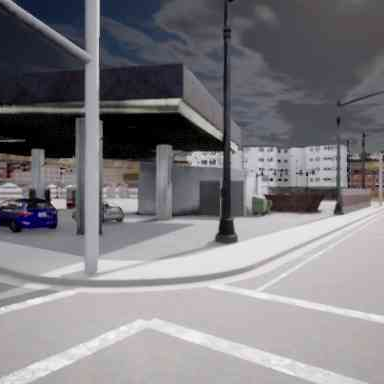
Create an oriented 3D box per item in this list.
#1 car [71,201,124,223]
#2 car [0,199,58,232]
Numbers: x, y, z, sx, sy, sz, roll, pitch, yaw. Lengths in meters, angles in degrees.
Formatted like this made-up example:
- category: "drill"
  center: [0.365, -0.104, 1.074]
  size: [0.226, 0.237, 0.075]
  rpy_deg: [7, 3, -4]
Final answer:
- category: "car"
  center: [-6.670, 1.351, 23.319]
  size: [3.806, 1.475, 1.970]
  rpy_deg: [0, 0, 36]
- category: "car"
  center: [-9.386, 1.195, 18.199]
  size: [4.611, 1.667, 2.242]
  rpy_deg: [0, 0, 36]
